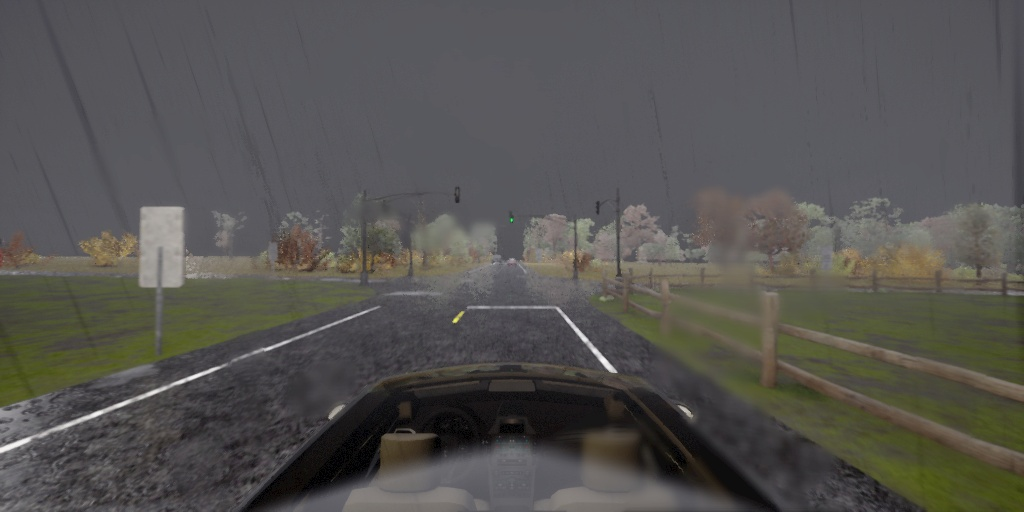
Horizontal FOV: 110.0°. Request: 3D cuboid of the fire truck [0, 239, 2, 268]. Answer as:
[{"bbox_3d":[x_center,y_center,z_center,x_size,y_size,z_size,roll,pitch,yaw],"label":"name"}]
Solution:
[{"bbox_3d":[-47.960,-0.598,29.663,8.468,3.827,2.891,1,-1,3],"label":"fire truck"}]
